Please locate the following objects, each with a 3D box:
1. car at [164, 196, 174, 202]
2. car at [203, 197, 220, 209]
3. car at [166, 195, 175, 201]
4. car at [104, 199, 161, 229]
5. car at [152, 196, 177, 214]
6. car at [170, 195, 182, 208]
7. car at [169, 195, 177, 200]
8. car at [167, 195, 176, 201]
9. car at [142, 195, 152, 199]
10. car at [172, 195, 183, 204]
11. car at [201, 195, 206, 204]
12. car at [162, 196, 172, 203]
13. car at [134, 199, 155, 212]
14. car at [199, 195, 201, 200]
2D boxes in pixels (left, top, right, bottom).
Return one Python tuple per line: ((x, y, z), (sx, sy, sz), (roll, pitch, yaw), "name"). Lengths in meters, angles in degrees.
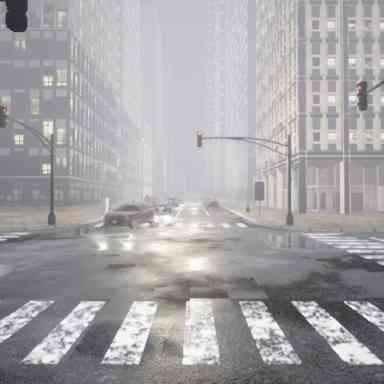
((-5.470, 1.576, 78.441), (2.008, 1.369, 4.403), (1, 0, 0), "car")
((2.821, 1.596, 45.030), (1.802, 1.307, 4.206), (1, 0, 0), "car")
((-5.456, 1.573, 84.016), (1.887, 1.381, 4.507), (1, 0, 0), "car")
((-3.947, 1.484, 21.840), (1.882, 1.535, 5.008), (0, 0, 13), "car")
((-3.004, 1.500, 35.114), (2.128, 1.511, 4.902), (0, 0, 0), "car")
((-2.958, 1.493, 49.364), (1.882, 1.535, 5.008), (0, 0, 0), "car")
((-5.427, 1.598, 95.167), (1.947, 1.339, 4.313), (1, 0, 0), "car")
((-5.441, 1.581, 89.592), (2.008, 1.369, 4.403), (1, 0, 0), "car")
((-5.585, 1.451, 33.840), (1.967, 1.590, 4.097), (1, 0, 0), "car")
((-2.830, 1.439, 64.907), (1.837, 1.490, 4.892), (0, 0, 0), "car")
((2.853, 1.543, 56.356), (1.752, 1.417, 4.829), (1, 0, 0), "car")
((-5.485, 1.568, 72.866), (1.887, 1.381, 4.507), (1, 0, 0), "car")
((-5.573, 1.594, 39.415), (1.802, 1.307, 4.206), (1, 0, 0), "car")
((2.866, 1.586, 61.763), (1.947, 1.339, 4.313), (1, 0, 0), "car")
